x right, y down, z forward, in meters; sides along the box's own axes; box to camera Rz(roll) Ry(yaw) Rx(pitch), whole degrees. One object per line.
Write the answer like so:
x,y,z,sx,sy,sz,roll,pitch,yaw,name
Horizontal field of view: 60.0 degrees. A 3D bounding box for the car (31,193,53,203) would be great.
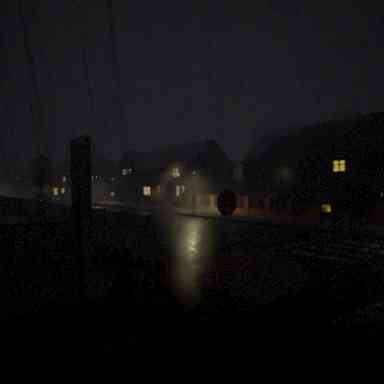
-20.590,0.972,45.411,1.837,1.490,4.892,-1,2,-40,car
